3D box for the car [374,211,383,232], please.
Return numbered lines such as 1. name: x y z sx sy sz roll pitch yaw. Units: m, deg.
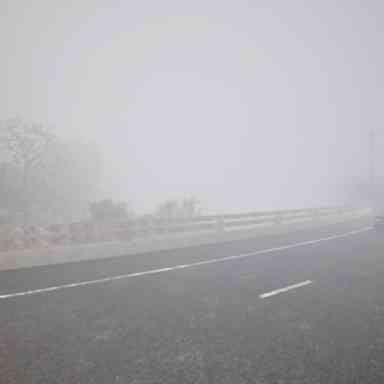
1. car: 12.423 1.605 19.845 2.033 1.411 5.357 0 0 42
